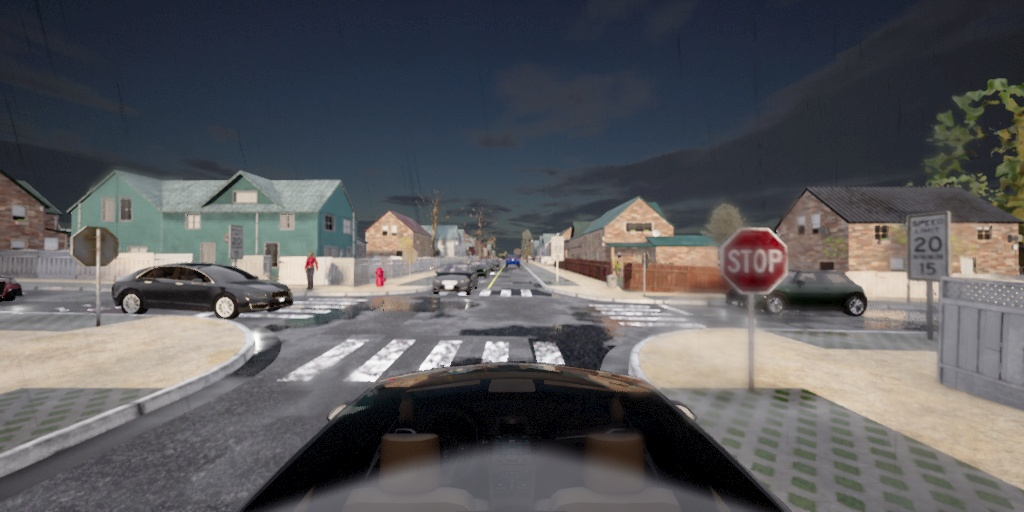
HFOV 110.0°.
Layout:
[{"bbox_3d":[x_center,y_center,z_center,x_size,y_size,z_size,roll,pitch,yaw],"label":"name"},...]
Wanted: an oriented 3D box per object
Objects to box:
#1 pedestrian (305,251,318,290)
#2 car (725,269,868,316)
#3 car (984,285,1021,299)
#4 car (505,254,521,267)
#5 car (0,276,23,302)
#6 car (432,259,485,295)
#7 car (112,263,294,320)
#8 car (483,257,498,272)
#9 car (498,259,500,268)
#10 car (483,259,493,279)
[{"bbox_3d":[-9.619,0.662,17.099,0.375,1.860,0.375,0,-2,0],"label":"pedestrian"},{"bbox_3d":[11.015,1.311,14.142,4.553,1.767,2.097,1,0,-1],"label":"car"},{"bbox_3d":[20.014,1.727,14.162,4.181,1.385,1.994,1,0,0],"label":"car"},{"bbox_3d":[0.132,0.663,55.574,2.150,2.045,5.566,0,0,0],"label":"car"},{"bbox_3d":[-18.403,0.840,11.236,4.181,1.385,1.994,1,0,-1],"label":"car"},{"bbox_3d":[-2.830,1.123,18.642,2.128,1.511,4.902,1,0,0],"label":"car"},{"bbox_3d":[-9.164,0.984,10.784,4.892,1.490,1.837,1,0,6],"label":"car"},{"bbox_3d":[-2.824,1.013,40.031,1.837,1.490,4.892,0,1,0],"label":"car"},{"bbox_3d":[-2.778,0.941,53.206,2.128,1.511,4.902,0,0,1],"label":"car"},{"bbox_3d":[-2.831,1.165,29.627,1.895,1.301,4.718,0,0,0],"label":"car"}]
